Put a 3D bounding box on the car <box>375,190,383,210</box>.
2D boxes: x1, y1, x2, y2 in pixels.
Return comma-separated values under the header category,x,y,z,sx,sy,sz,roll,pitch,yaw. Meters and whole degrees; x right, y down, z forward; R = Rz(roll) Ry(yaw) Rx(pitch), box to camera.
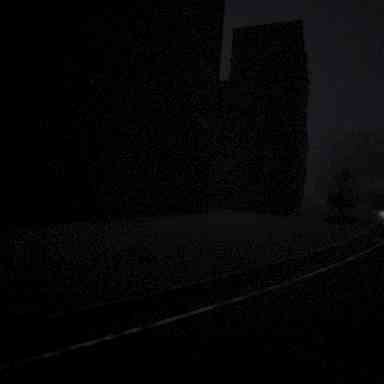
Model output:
category,x,y,z,sx,sy,sz,roll,pitch,yaw
car,20.697,0.823,34.608,2.150,2.045,5.566,4,2,17
